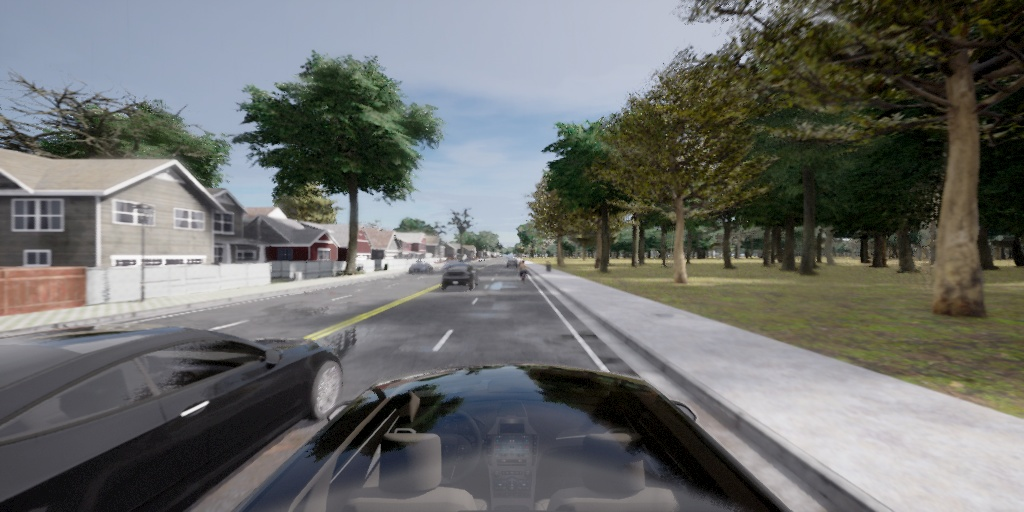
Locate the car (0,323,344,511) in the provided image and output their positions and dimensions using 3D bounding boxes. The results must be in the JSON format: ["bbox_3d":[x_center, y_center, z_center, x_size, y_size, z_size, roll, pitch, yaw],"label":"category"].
[{"bbox_3d":[-3.150,1.275,2.863,1.812,1.442,4.674,0,0,0],"label":"car"}]

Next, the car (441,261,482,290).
[{"bbox_3d":[-3.153,1.246,22.387,1.837,1.490,4.892,0,0,0],"label":"car"}]

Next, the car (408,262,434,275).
[{"bbox_3d":[-9.846,1.299,38.991,1.994,1.385,4.181,0,0,0],"label":"car"}]

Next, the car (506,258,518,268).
[{"bbox_3d":[0.028,1.228,61.950,2.128,1.511,4.902,0,0,1],"label":"car"}]

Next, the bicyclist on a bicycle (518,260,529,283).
[{"bbox_3d":[0.860,1.176,26.360,0.866,1.612,1.509,0,0,0],"label":"bicyclist on a bicycle"}]

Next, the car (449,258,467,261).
[{"bbox_3d":[-6.597,1.212,40.120,1.882,1.535,5.008,0,0,0],"label":"car"}]
